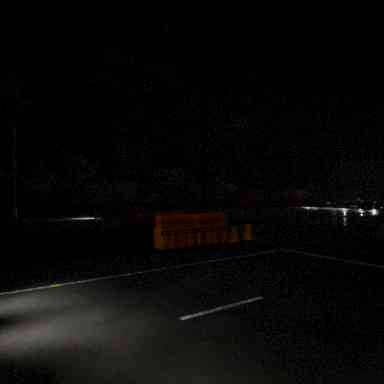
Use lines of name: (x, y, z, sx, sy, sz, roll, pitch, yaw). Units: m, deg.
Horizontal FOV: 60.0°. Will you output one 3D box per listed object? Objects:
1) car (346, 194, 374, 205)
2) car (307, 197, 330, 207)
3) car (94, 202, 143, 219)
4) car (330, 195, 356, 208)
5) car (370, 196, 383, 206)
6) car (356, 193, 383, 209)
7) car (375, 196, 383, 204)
car: (26.944, 1.143, 53.341, 4.553, 1.767, 2.097, 0, 0, -35)
car: (18.745, 1.383, 47.504, 5.357, 1.411, 2.033, 0, 0, -36)
car: (-6.478, 1.537, 29.232, 4.181, 1.385, 1.994, 0, 0, -31)
car: (21.059, 1.360, 44.846, 4.674, 1.442, 1.812, 0, 0, -36)
car: (29.708, 1.335, 51.017, 5.357, 1.411, 2.033, 0, 0, -35)
car: (23.291, 1.185, 42.146, 4.553, 1.767, 2.097, 0, 0, -35)
car: (34.295, 1.352, 58.523, 4.718, 1.301, 1.895, 0, 0, -35)
